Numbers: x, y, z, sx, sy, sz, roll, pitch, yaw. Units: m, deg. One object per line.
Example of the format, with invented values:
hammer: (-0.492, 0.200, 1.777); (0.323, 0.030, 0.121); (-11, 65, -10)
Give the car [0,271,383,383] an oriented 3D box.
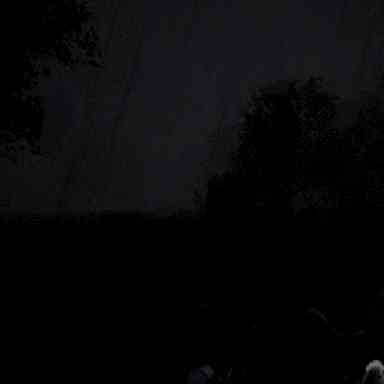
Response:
car: (0.118, 1.601, 3.160); (4.718, 1.301, 1.895); (0, 0, -36)
